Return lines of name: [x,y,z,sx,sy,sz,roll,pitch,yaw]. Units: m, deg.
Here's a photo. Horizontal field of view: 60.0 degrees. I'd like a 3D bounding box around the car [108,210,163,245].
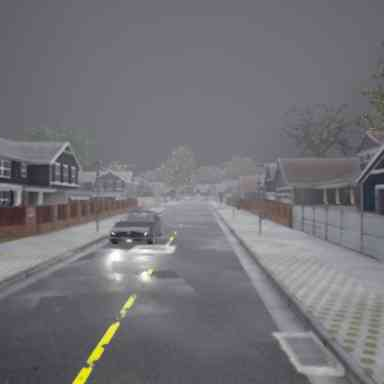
car: [-2.494,1.616,16.160,2.033,1.411,5.357,0,0,2]
